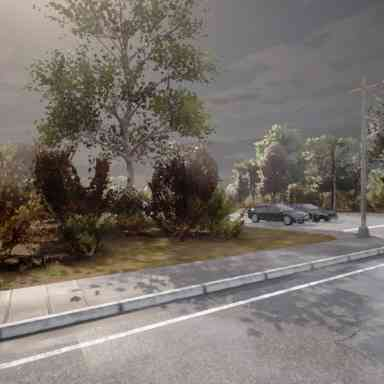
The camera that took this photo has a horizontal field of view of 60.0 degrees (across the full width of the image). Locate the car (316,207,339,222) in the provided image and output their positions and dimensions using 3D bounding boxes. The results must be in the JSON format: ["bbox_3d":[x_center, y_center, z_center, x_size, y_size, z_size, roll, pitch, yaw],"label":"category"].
[{"bbox_3d":[9.027,1.640,27.196,2.033,1.411,5.357,0,-1,-39],"label":"car"}]

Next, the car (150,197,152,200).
[{"bbox_3d":[-6.108,1.847,52.976,5.566,2.045,2.150,-2,-1,40],"label":"car"}]

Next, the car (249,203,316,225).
[{"bbox_3d":[6.370,1.596,24.869,1.837,1.490,4.892,0,-1,-39],"label":"car"}]
